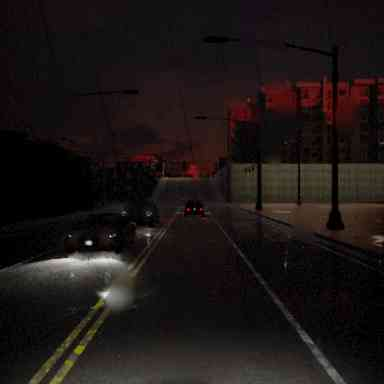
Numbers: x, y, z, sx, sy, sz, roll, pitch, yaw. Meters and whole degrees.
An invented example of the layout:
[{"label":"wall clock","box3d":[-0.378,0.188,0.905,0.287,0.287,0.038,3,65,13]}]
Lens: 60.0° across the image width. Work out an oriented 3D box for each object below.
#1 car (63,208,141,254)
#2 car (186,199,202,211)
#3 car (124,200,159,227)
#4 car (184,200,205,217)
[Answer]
[{"label":"car","box3d":[-3.517,1.564,13.362,1.994,1.385,4.181,0,0,0]},{"label":"car","box3d":[0.278,1.601,41.696,1.895,1.301,4.718,0,0,0]},{"label":"car","box3d":[-3.486,1.352,22.708,2.097,1.767,4.553,0,0,0]},{"label":"car","box3d":[0.235,1.547,31.343,2.033,1.411,5.357,0,0,0]}]
